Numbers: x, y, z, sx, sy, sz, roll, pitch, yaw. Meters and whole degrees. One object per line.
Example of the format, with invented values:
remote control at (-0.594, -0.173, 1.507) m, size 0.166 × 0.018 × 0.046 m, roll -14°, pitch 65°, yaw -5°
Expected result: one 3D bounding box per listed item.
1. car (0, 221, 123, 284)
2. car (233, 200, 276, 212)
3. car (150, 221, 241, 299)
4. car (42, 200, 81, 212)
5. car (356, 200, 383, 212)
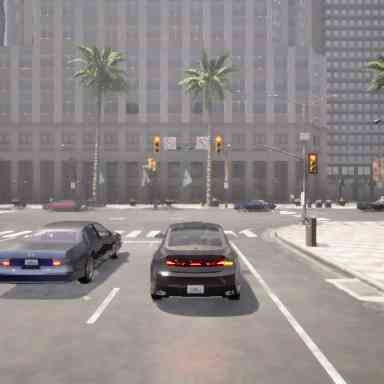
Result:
car at (-3.421, 1.547, 9.618) m, size 2.033 × 1.411 × 5.357 m, roll 0°, pitch 0°, yaw 0°
car at (7.163, 1.601, 38.533) m, size 4.718 × 1.301 × 1.895 m, roll 0°, pitch 0°, yaw 0°
car at (0.076, 1.505, 8.424) m, size 1.837 × 1.490 × 4.892 m, roll 0°, pitch 0°, yaw 0°
car at (-15.045, 1.564, 38.598) m, size 4.181 × 1.385 × 1.994 m, roll 0°, pitch 0°, yaw 0°
car at (21.675, 1.601, 38.490) m, size 4.718 × 1.301 × 1.895 m, roll 0°, pitch 0°, yaw 0°
